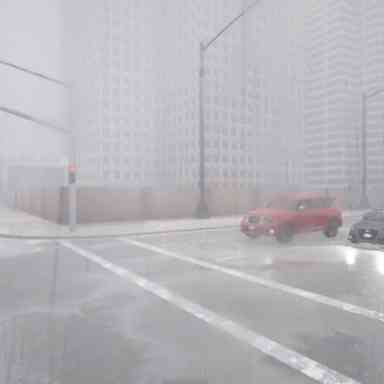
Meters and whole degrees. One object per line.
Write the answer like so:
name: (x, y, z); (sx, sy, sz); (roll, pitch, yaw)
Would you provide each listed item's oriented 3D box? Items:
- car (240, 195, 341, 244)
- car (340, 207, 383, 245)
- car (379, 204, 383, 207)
car: (4.877, 1.173, 15.862); (5.566, 2.045, 2.150); (0, 0, -34)
car: (8.492, 1.509, 14.083); (4.181, 1.385, 1.994); (0, 0, -34)
car: (12.661, 1.482, 21.145); (4.181, 1.385, 1.994); (0, 0, -35)
